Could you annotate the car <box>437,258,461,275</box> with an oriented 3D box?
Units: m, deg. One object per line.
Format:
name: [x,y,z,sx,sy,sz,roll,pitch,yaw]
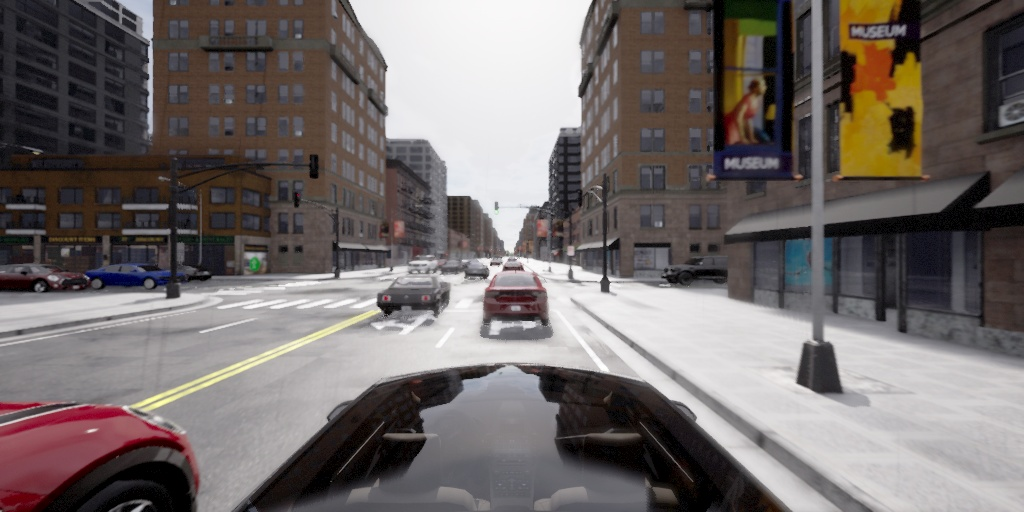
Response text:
car: [-6.586,1.200,39.536,1.882,1.535,5.008,0,0,-1]

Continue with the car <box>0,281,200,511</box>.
car: [-3.151,1.105,0.504,2.097,1.767,4.553,0,0,0]

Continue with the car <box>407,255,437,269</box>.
car: [-9.817,0.944,39.791,2.150,2.045,5.566,0,0,2]

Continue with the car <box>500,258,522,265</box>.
car: [0.103,1.205,33.191,1.882,1.535,5.008,0,0,0]

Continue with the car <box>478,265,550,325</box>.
car: [0.121,1.221,11.853,1.882,1.535,5.008,0,0,0]

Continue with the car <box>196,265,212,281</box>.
car: [-25.373,1.312,27.314,4.313,1.339,1.948,0,0,0]

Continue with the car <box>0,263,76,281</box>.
car: [-25.415,1.160,19.289,4.097,1.591,1.967,0,0,0]

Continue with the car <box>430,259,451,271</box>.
car: [-9.806,1.190,49.792,1.882,1.535,5.008,0,0,0]

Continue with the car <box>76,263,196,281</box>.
car: [-22.745,1.207,21.814,5.008,1.535,1.882,0,0,0]

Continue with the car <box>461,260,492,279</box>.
car: [-3.148,1.292,32.762,1.994,1.385,4.181,0,0,0]

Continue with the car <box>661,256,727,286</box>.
car: [13.377,0.997,24.929,5.566,2.045,2.150,0,0,0]

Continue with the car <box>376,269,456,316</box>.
car: [-3.393,1.343,13.353,1.895,1.301,4.718,0,0,-3]
